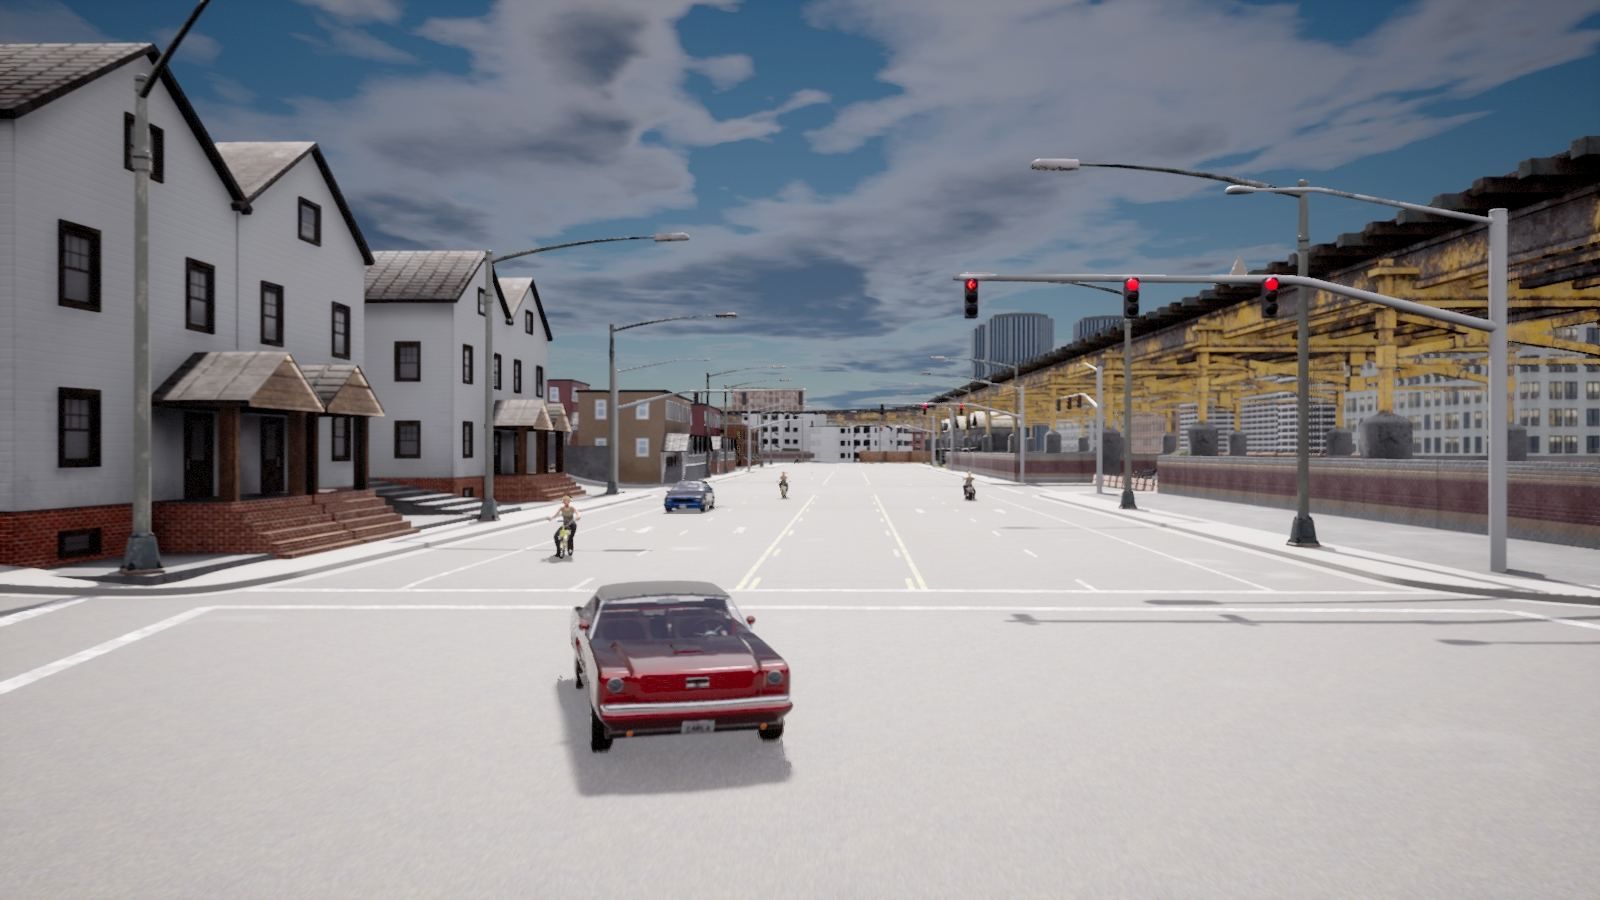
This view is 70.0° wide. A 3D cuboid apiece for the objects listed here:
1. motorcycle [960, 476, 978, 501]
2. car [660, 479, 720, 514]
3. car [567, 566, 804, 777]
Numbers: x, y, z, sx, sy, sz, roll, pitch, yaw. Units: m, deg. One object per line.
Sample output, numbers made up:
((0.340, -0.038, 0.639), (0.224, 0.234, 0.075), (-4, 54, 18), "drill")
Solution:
((9.488, 2.142, 64.245), (0.764, 1.332, 2.356), (0, 0, 3), "motorcycle")
((-5.035, 2.103, 52.864), (2.033, 1.411, 5.357), (0, 0, 3), "car")
((-1.451, 2.154, 12.323), (1.895, 1.301, 4.718), (0, 0, -14), "car")
